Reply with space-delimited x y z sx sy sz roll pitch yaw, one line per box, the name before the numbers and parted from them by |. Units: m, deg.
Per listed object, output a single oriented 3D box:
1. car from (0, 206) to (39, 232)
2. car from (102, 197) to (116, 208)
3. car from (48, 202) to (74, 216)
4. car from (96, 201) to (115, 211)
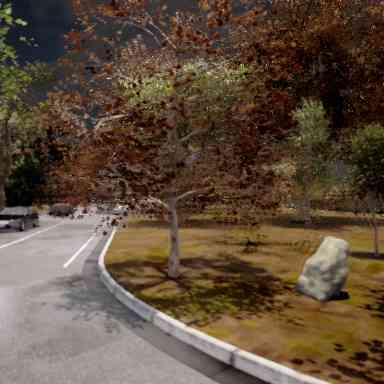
car | -11.517 1.724 21.836 2.128 1.511 4.902 0 0 -10
car | -14.203 1.788 57.126 2.097 1.767 4.553 0 -1 -10
car | -14.035 1.814 35.976 2.033 1.411 5.357 0 0 -10
car | -12.363 1.808 46.882 2.128 1.511 4.902 0 0 -10
